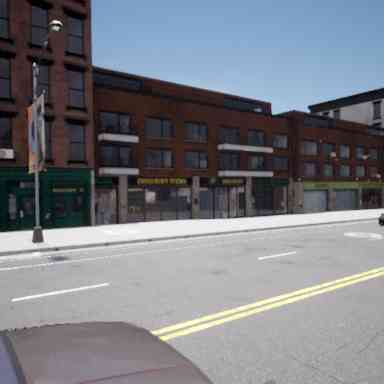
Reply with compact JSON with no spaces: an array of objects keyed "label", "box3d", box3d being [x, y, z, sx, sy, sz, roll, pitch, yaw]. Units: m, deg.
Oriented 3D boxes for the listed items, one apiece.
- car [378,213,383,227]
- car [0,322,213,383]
[{"label":"car","box3d":[13.985,1.573,21.730,4.181,1.385,1.994,0,0,-36]},{"label":"car","box3d":[-2.314,1.548,1.769,5.357,1.411,2.033,0,0,-36]}]
